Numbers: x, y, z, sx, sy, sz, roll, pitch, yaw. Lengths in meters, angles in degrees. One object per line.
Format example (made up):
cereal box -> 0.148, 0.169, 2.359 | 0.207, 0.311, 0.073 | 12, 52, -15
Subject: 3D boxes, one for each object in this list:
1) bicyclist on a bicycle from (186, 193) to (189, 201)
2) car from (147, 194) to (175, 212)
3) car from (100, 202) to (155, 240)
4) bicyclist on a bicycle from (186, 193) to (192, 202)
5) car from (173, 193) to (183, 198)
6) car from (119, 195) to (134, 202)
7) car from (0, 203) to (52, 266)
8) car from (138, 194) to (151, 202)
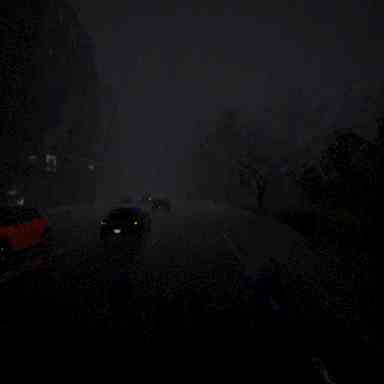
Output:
bicyclist on a bicycle -> -1.063, 1.030, 74.200 | 0.659, 1.776, 1.843 | 0, 1, -4
car -> -3.328, 1.330, 36.583 | 2.128, 1.511, 4.902 | 0, 0, -1
car -> -3.150, 1.452, 16.319 | 1.812, 1.442, 4.674 | 0, 0, 0
bicyclist on a bicycle -> -0.442, 1.074, 65.146 | 0.659, 1.776, 1.843 | 0, 1, -4
car -> -3.608, 0.944, 93.070 | 1.837, 1.490, 4.892 | 0, 0, -6
car -> -10.561, 1.269, 53.460 | 1.837, 1.490, 4.892 | 0, 0, -2
car -> -6.601, 1.301, 11.246 | 2.097, 1.767, 4.553 | 0, 0, 0
car -> -7.282, 1.119, 52.867 | 2.097, 1.767, 4.553 | 0, 0, -2
